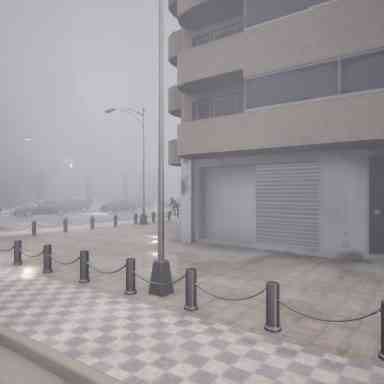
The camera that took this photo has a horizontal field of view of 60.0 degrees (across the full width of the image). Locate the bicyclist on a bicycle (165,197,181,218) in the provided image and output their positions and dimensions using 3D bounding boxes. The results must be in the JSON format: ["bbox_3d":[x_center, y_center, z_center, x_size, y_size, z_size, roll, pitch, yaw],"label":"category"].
[{"bbox_3d":[-1.503,1.246,26.483,1.656,1.620,0.582,0,0,36],"label":"bicyclist on a bicycle"}]

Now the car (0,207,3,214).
[{"bbox_3d":[-18.581,1.545,27.626,1.895,1.301,4.718,0,0,36],"label":"car"}]

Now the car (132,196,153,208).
[{"bbox_3d":[-7.229,1.296,43.247,2.097,1.767,4.553,0,0,36],"label":"car"}]

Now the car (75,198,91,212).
[{"bbox_3d":[-13.097,1.449,35.165,1.837,1.490,4.892,0,0,36],"label":"car"}]

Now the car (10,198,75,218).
[{"bbox_3d":[-13.202,1.436,29.059,2.128,1.511,4.902,0,0,36],"label":"car"}]

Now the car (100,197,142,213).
[{"bbox_3d":[-7.969,1.508,36.275,1.994,1.385,4.181,0,0,36],"label":"car"}]

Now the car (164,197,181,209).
[{"bbox_3d":[-2.111,1.508,44.344,1.994,1.385,4.181,0,0,36],"label":"car"}]

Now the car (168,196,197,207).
[{"bbox_3d":[-1.371,1.449,51.296,1.837,1.490,4.892,0,0,36],"label":"car"}]
